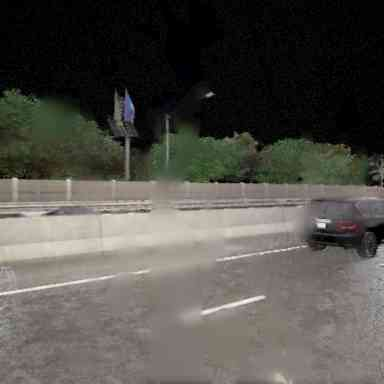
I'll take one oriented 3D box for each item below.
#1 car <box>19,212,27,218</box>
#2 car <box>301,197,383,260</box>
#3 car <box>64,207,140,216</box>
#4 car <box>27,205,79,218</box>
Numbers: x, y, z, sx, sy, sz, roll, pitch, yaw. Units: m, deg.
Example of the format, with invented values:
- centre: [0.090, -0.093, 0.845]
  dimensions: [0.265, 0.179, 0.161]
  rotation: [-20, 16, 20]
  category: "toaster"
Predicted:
- centre: [-9.327, 1.593, 23.135]
  dimensions: [4.718, 1.301, 1.895]
  rotation: [0, 0, -36]
  category: "car"
- centre: [6.513, 1.207, 12.692]
  dimensions: [5.566, 2.045, 2.150]
  rotation: [0, 0, -36]
  category: "car"
- centre: [-4.181, 1.591, 18.207]
  dimensions: [4.718, 1.301, 1.895]
  rotation: [0, 0, -35]
  category: "car"
- centre: [-7.392, 1.557, 20.215]
  dimensions: [4.181, 1.385, 1.994]
  rotation: [0, 0, -35]
  category: "car"
